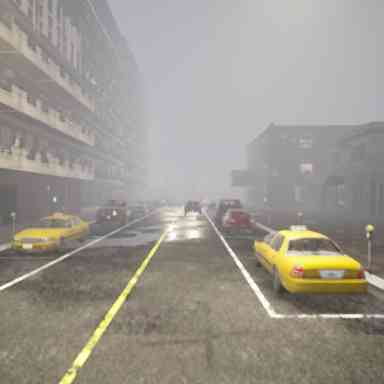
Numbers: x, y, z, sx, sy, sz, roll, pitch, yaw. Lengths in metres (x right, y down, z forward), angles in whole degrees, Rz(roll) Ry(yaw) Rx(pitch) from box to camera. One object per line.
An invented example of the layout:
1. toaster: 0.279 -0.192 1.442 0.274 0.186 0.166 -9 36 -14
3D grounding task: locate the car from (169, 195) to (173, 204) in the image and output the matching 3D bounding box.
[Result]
1. car: -5.683 1.623 69.484 2.192 1.841 5.009 0 0 0

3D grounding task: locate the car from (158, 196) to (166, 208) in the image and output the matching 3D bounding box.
1. car: -5.684 1.768 52.865 1.887 1.381 4.507 0 0 0

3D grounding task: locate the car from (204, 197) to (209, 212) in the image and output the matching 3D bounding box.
1. car: 2.696 1.721 41.786 2.008 1.369 4.403 0 0 0

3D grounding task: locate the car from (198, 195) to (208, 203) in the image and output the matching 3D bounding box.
1. car: 2.699 1.685 80.561 2.192 1.841 5.009 0 0 0

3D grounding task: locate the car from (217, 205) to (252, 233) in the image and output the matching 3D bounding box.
1. car: 2.694 1.656 19.629 1.802 1.307 4.206 0 0 0

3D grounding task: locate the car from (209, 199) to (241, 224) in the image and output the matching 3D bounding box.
1. car: 2.696 1.412 25.170 2.192 1.841 5.009 0 0 0

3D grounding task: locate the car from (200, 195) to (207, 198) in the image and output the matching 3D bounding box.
1. car: 2.697 1.806 64.113 1.752 1.417 4.829 0 0 0

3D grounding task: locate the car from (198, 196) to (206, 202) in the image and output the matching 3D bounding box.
1. car: 2.699 1.876 91.639 1.967 1.590 4.097 0 0 0

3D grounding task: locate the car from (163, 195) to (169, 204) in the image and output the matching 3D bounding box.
1. car: -5.683 1.691 58.404 1.967 1.590 4.097 0 0 0

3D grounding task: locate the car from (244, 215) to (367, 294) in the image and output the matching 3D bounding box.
1. car: 2.694 1.557 8.721 1.752 1.417 4.829 0 0 0

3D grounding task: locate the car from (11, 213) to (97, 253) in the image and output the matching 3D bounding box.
1. car: -5.687 1.577 13.920 1.752 1.417 4.829 0 0 0

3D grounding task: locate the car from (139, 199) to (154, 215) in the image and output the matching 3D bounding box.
1. car: -5.685 1.696 36.247 2.008 1.369 4.403 0 0 0

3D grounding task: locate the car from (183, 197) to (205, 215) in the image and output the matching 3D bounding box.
1. car: 0.103 1.647 35.549 1.837 1.490 4.892 0 0 0

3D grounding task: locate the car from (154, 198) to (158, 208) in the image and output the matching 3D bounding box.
1. car: -5.685 1.695 41.616 1.752 1.417 4.829 0 0 0

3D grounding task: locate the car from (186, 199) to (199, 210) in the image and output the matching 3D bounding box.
1. car: 0.054 1.720 46.878 1.812 1.442 4.674 0 0 0

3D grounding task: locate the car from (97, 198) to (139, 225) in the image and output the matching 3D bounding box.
1. car: -5.685 1.412 25.169 2.192 1.841 5.009 0 0 0

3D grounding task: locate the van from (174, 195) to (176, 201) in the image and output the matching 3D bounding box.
1. van: -5.682 1.743 86.101 1.690 1.788 3.998 0 0 0
